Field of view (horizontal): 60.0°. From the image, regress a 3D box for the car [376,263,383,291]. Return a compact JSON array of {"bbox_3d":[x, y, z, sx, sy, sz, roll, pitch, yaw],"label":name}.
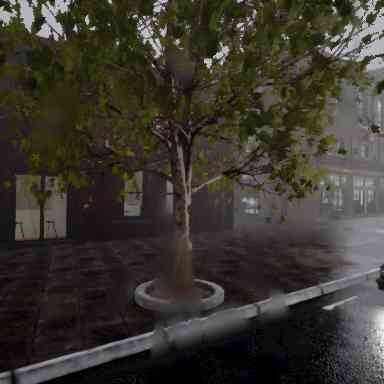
[{"bbox_3d":[6.407,1.549,7.749,5.357,1.411,2.033,0,0,-37],"label":"car"}]
